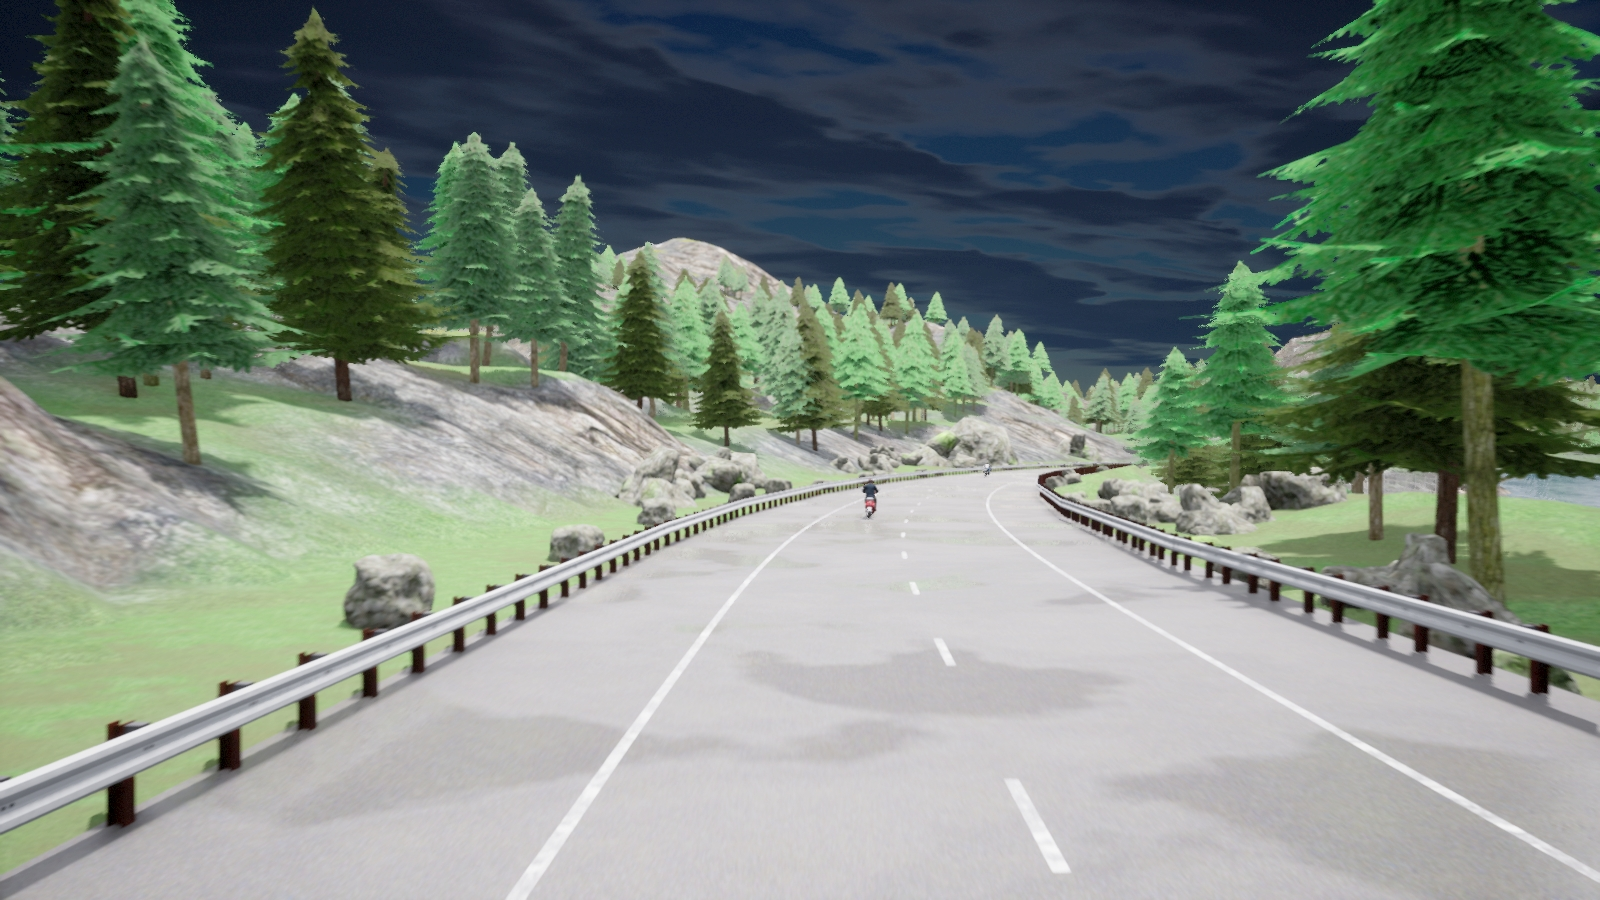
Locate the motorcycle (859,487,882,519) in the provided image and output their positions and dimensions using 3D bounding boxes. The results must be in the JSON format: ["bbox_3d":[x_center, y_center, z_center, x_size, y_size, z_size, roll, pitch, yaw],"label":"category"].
[{"bbox_3d":[2.928,2.183,47.518,0.856,1.236,1.805,0,0,7],"label":"motorcycle"}]
